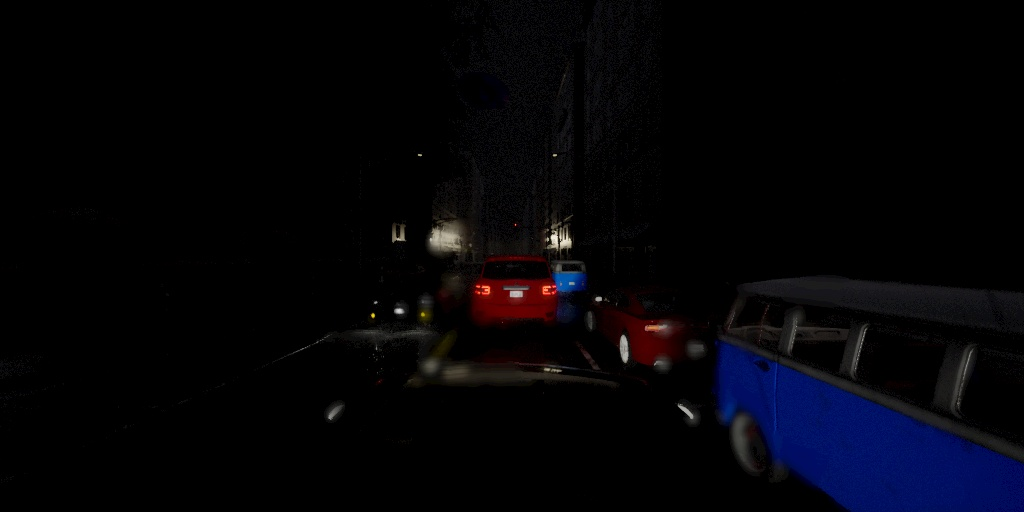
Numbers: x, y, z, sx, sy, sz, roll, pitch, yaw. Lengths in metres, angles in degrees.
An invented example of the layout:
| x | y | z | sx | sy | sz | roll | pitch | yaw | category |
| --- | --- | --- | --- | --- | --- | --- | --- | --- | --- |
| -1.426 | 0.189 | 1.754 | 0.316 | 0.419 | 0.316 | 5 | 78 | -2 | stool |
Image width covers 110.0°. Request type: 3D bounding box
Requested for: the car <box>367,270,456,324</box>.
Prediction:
| x | y | z | sx | sy | sz | roll | pitch | yaw | category |
| --- | --- | --- | --- | --- | --- | --- | --- | --- | --- |
| -3.082 | 1.312 | 11.766 | 1.994 | 1.385 | 4.181 | 0 | 0 | 0 | car |

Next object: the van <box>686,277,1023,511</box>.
| x | y | z | sx | sy | sz | roll | pitch | yaw | category |
| --- | --- | --- | --- | --- | --- | --- | --- | --- | --- |
| 2.856 | 1.091 | 2.089 | 1.690 | 1.789 | 3.998 | 0 | 0 | 0 | van |

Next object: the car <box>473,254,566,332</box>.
| x | y | z | sx | sy | sz | roll | pitch | yaw | category |
| --- | --- | --- | --- | --- | --- | --- | --- | --- | --- |
| 0.114 | 0.970 | 10.972 | 2.150 | 2.045 | 5.566 | 0 | 0 | 0 | car |

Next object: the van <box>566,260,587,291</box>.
| x | y | z | sx | sy | sz | roll | pitch | yaw | category |
| --- | --- | --- | --- | --- | --- | --- | --- | --- | --- |
| 2.881 | 1.086 | 19.071 | 1.690 | 1.789 | 3.998 | 0 | 0 | 0 | van |

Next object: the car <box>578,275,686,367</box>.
| x | y | z | sx | sy | sz | roll | pitch | yaw | category |
| --- | --- | --- | --- | --- | --- | --- | --- | --- | --- |
| 2.864 | 1.294 | 7.750 | 1.888 | 1.381 | 4.507 | 0 | 0 | 0 | car |

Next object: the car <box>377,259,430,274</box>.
| x | y | z | sx | sy | sz | roll | pitch | yaw | category |
| --- | --- | --- | --- | --- | --- | --- | --- | --- | --- |
| -5.644 | 1.060 | 19.043 | 2.192 | 1.841 | 5.009 | 0 | 0 | 0 | car |
